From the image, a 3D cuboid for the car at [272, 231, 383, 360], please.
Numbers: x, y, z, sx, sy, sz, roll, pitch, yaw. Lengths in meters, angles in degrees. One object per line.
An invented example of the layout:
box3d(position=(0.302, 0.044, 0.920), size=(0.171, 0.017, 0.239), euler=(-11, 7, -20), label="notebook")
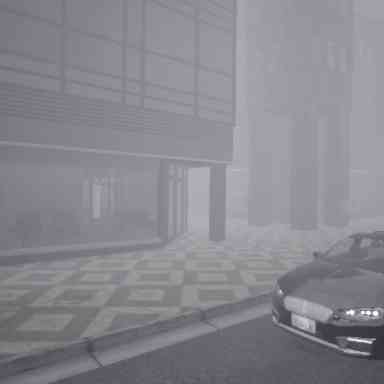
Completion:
box3d(position=(3.478, 1.492, 5.886), size=(4.902, 1.511, 2.128), euler=(0, 0, -36), label="car")
